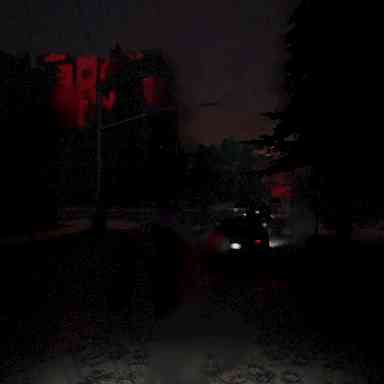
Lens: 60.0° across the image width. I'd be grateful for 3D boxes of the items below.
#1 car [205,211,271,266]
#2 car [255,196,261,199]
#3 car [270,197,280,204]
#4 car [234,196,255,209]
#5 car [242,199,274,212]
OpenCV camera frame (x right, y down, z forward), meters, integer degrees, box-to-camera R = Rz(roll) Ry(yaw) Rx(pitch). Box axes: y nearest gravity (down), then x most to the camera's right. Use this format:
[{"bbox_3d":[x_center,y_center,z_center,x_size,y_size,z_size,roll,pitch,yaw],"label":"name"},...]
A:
[{"bbox_3d":[1.699,1.570,11.806,1.994,1.385,4.181,0,0,12],"label":"car"},{"bbox_3d":[12.479,1.584,65.117,1.837,1.490,4.892,0,0,16],"label":"car"},{"bbox_3d":[16.241,1.666,65.516,2.033,1.411,5.357,0,0,16],"label":"car"},{"bbox_3d":[7.291,1.609,47.642,2.033,1.411,5.357,0,0,17],"label":"car"},{"bbox_3d":[5.816,1.609,28.937,1.994,1.385,4.181,0,0,15],"label":"car"}]
